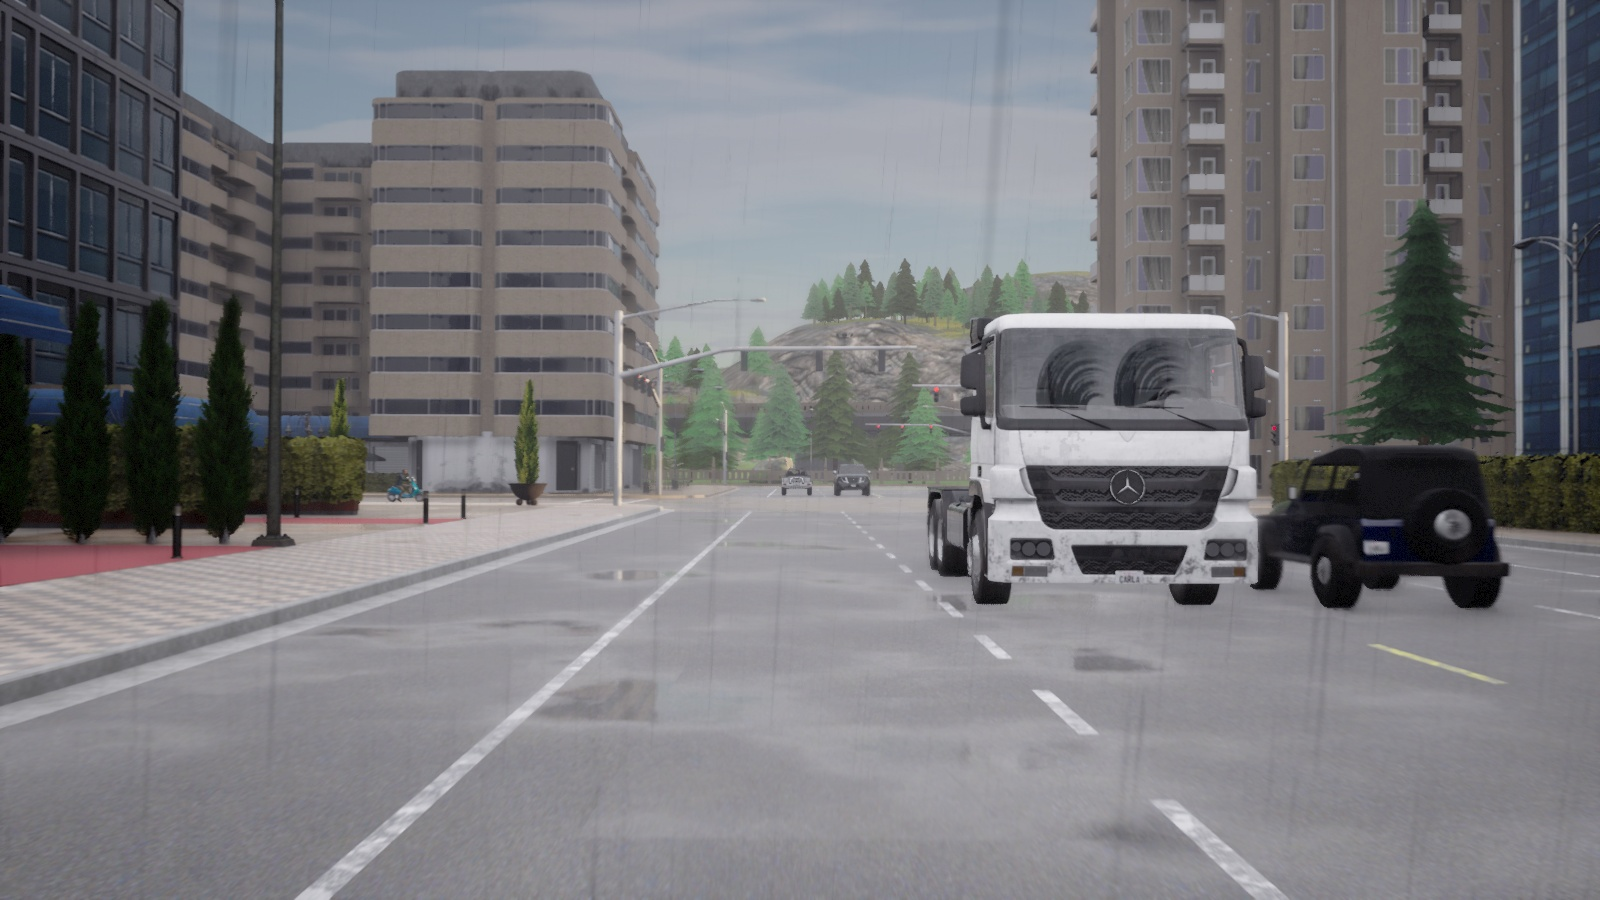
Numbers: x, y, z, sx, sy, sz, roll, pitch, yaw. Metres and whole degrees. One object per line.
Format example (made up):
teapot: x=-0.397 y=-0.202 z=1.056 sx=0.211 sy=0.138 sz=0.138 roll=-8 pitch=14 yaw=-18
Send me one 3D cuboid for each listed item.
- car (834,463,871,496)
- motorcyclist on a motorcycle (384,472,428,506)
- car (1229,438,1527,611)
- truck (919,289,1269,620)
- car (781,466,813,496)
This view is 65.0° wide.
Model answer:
car: x=3.311 y=1.860 z=80.053 sx=2.150 sy=2.045 sz=5.566 roll=0 pitch=-1 yaw=0
motorcyclist on a motorcycle: x=-18.880 y=1.851 z=60.148 sx=1.817 sy=1.590 sz=0.866 roll=0 pitch=-1 yaw=0
car: x=6.963 y=0.844 z=15.635 sx=1.905 sy=1.878 sz=3.866 roll=0 pitch=-1 yaw=0
truck: x=3.456 y=0.106 z=17.152 sx=2.891 sy=3.462 sz=7.936 roll=0 pitch=-1 yaw=0
car: x=-0.189 y=1.977 z=80.316 sx=1.932 sy=1.855 sz=4.605 roll=0 pitch=-1 yaw=0
